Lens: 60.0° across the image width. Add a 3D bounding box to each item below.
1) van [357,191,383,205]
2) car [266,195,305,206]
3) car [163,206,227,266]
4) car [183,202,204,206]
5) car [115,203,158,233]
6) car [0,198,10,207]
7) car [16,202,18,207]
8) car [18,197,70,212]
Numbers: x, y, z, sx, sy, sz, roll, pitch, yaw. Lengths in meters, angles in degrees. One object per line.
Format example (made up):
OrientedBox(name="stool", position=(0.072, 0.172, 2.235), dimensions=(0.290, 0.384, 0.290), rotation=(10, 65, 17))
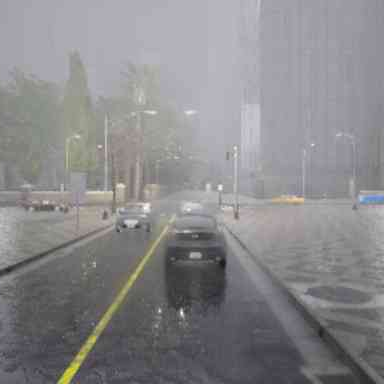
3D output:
OrientedBox(name="van", position=(23.347, 0.740, 42.565), dimensions=(3.998, 1.788, 1.690), rotation=(-1, 1, 0))
OrientedBox(name="car", position=(11.939, 1.046, 42.641), dimensions=(4.829, 1.417, 1.752), rotation=(-1, 1, 0))
OrientedBox(name="car", position=(0.101, 1.435, 11.202), dimensions=(1.837, 1.490, 4.892), rotation=(0, 0, 0))
OrientedBox(name="car", position=(0.097, 1.395, 22.979), dimensions=(2.033, 1.411, 5.357), rotation=(0, 0, 1))
OrientedBox(name="car", position=(-3.000, 1.375, 18.794), dimensions=(2.128, 1.511, 4.902), rotation=(0, 0, 0))
OrientedBox(name="car", position=(-25.933, 1.338, 42.878), dimensions=(4.403, 1.369, 2.008), rotation=(0, 1, 0))
OrientedBox(name="car", position=(-20.408, 1.342, 42.844), dimensions=(4.206, 1.307, 1.802), rotation=(0, 1, 0))
OrientedBox(name="car", position=(-14.924, 1.395, 34.284), dimensions=(4.403, 1.369, 2.008), rotation=(0, 1, 0))
